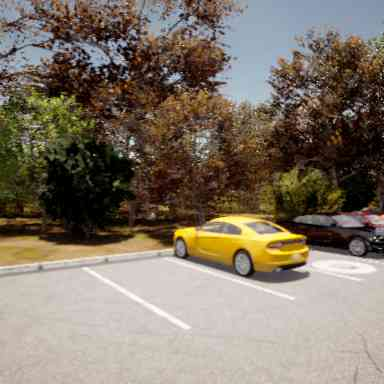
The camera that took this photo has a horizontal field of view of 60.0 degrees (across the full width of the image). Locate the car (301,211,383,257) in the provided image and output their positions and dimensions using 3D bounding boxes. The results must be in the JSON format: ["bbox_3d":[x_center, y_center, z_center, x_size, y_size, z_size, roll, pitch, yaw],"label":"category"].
[{"bbox_3d":[5.834,1.612,13.980,2.097,1.535,5.008,1,0,-36],"label":"car"}]

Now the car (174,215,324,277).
[{"bbox_3d":[1.308,1.545,10.736,2.097,1.535,5.008,1,0,-35],"label":"car"}]
